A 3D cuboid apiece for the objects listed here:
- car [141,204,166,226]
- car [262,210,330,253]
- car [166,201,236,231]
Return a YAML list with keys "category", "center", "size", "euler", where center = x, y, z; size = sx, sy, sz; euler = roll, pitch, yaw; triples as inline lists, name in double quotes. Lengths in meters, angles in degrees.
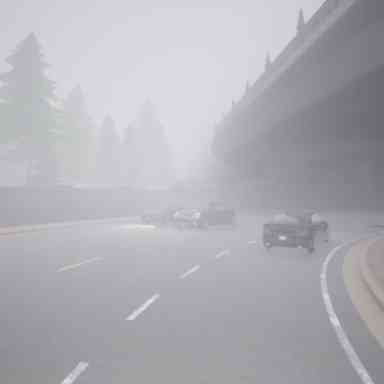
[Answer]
- category: "car"
  center: [-1.582, 1.550, 23.515]
  size: [1.994, 1.385, 4.181]
  euler: [0, 0, 41]
- category: "car"
  center: [4.551, 1.517, 14.127]
  size: [1.882, 1.535, 5.008]
  euler: [0, 0, 31]
- category: "car"
  center: [0.874, 1.359, 21.032]
  size: [2.097, 1.767, 4.553]
  euler: [1, 0, 40]
